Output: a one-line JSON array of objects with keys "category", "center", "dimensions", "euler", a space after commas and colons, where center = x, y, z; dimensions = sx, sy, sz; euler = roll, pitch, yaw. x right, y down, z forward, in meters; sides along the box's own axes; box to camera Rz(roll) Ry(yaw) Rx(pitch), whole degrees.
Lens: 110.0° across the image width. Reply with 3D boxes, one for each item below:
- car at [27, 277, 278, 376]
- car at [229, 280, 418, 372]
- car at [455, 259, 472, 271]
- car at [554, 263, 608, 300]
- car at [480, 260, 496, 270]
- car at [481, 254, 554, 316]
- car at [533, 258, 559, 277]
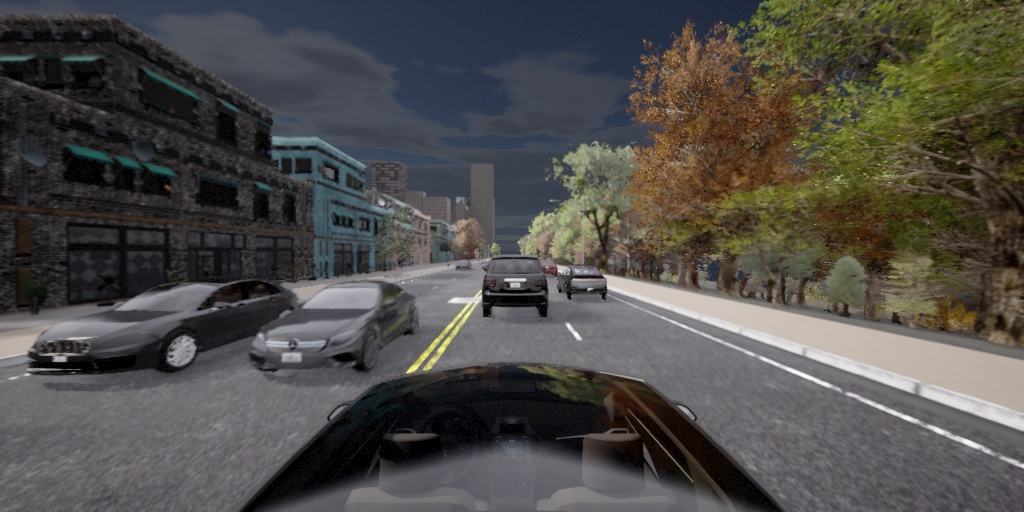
[{"category": "car", "center": [-6.601, 1.253, 7.664], "dimensions": [1.837, 1.490, 4.892], "euler": [0, 0, 0]}, {"category": "car", "center": [-3.337, 1.274, 7.749], "dimensions": [1.812, 1.442, 4.674], "euler": [0, 0, 0]}, {"category": "car", "center": [-6.583, 1.236, 49.224], "dimensions": [1.837, 1.490, 4.892], "euler": [0, 0, 0]}, {"category": "car", "center": [3.349, 1.236, 17.791], "dimensions": [2.128, 1.511, 4.902], "euler": [0, 0, 0]}, {"category": "car", "center": [-3.327, 1.296, 51.434], "dimensions": [1.994, 1.385, 4.181], "euler": [0, 0, 0]}, {"category": "car", "center": [0.099, 0.968, 13.417], "dimensions": [2.150, 2.045, 5.566], "euler": [0, 0, 0]}, {"category": "car", "center": [3.347, 1.091, 36.085], "dimensions": [2.097, 1.767, 4.553], "euler": [0, 0, 0]}]
